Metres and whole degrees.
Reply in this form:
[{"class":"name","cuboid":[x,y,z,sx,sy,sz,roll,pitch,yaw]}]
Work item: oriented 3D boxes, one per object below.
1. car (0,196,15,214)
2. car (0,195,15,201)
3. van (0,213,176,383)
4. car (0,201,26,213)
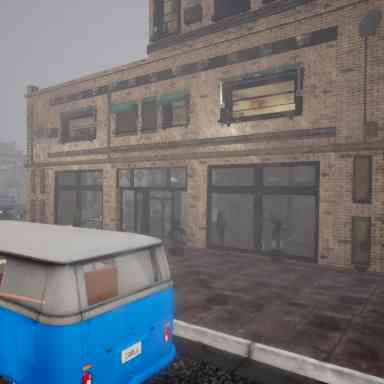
[{"class":"car","cuboid":[-22.045,1.411,35.538,2.192,1.841,5.009,0,0,36]},{"class":"car","cuboid":[-20.505,1.349,33.244,2.150,2.045,5.566,1,0,36]},{"class":"van","cuboid":[-2.102,1.340,4.348,3.998,1.788,1.690,0,1,35]},{"class":"car","cuboid":[-15.283,1.793,30.593,1.947,1.339,4.313,0,0,36]}]
